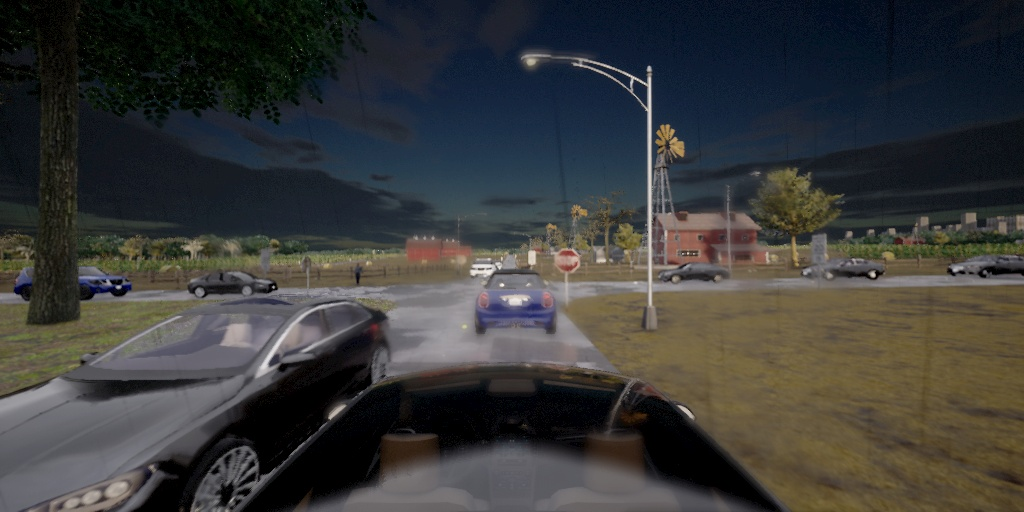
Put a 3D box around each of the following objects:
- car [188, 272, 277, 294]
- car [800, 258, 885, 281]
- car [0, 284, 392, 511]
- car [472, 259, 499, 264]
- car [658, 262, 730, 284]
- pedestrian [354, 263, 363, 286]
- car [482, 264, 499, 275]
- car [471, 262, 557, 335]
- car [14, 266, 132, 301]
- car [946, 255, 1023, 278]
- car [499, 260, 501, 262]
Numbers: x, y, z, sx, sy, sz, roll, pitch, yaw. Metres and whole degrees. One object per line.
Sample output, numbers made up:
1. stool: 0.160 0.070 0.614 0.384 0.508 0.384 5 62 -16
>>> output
1. car: -17.262 1.748 22.303 4.892 1.490 1.837 -1 1 0
2. car: 22.999 0.923 25.050 4.902 1.511 2.128 -1 1 0
3. car: -2.851 1.257 3.945 2.128 1.511 4.902 0 0 0
4. car: -2.906 1.295 37.425 2.150 2.045 5.566 0 -1 2
5. car: 12.690 1.164 25.143 4.674 1.442 1.812 -1 1 2
6. pedestrian: -12.159 1.407 28.249 0.375 1.860 0.375 0 2 0
7. car: -2.848 1.772 48.999 2.033 1.411 5.357 0 -1 0
8. car: 0.097 1.171 10.920 2.097 1.767 4.553 0 -1 0
9. car: -27.258 1.648 22.348 5.566 2.045 2.150 -1 1 1
10. car: 33.417 0.710 24.987 4.902 1.511 2.128 -1 1 0
11. car: -2.831 1.663 62.231 2.150 2.045 5.566 0 -1 0
